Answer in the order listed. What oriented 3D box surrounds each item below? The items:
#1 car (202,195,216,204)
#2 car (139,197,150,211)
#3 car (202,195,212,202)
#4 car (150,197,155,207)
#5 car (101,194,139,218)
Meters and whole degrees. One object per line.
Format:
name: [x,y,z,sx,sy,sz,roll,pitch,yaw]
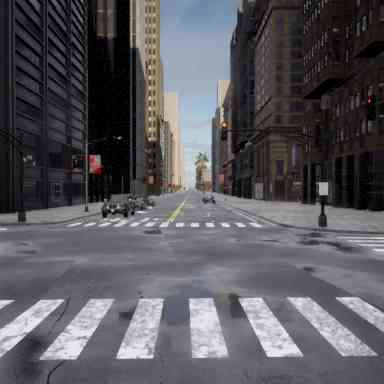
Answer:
car: [3.251,1.438,61.047,1.812,1.442,4.674,0,0,0]
car: [-6.653,1.456,40.481,1.837,1.490,4.892,0,0,0]
car: [3.196,1.416,70.968,1.812,1.442,4.674,0,0,0]
car: [-6.676,1.497,50.504,1.994,1.385,4.181,0,0,-1]
car: [-6.645,1.191,30.607,2.150,2.045,5.566,0,0,0]
